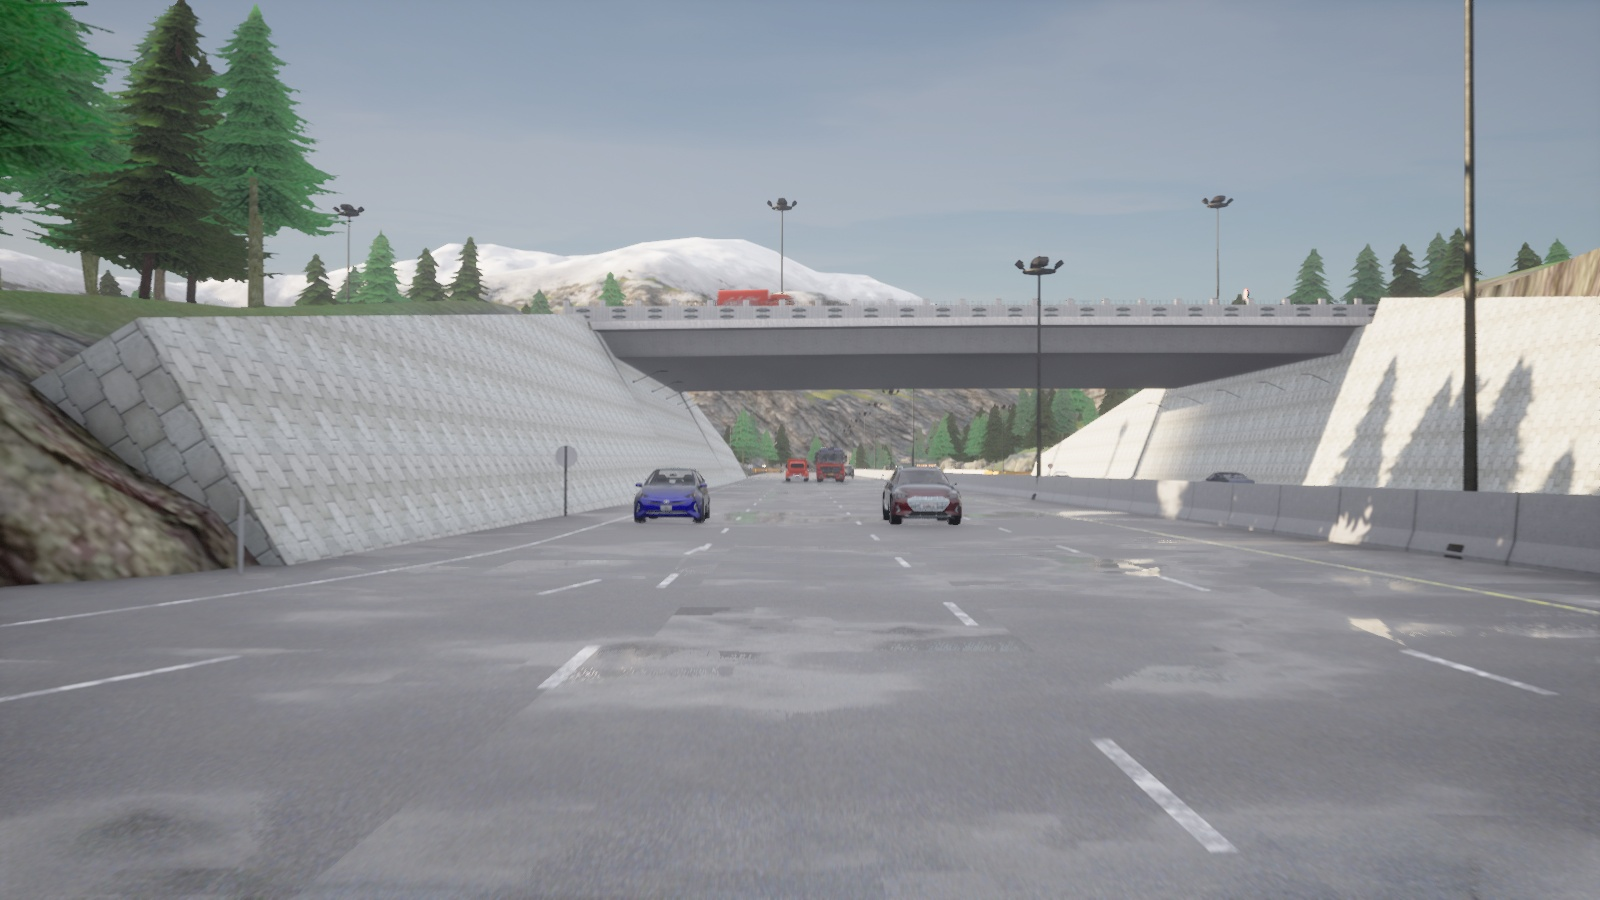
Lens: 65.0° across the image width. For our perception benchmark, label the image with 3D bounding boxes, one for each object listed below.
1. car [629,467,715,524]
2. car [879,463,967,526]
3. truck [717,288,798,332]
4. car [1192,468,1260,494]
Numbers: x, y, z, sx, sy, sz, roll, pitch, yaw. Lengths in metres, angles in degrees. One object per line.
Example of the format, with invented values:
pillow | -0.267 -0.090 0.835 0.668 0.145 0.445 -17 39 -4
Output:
car | -3.586 1.262 35.966 2.007 1.525 4.514 0 -1 0
car | 3.414 1.214 35.734 2.033 1.649 4.856 0 -1 0
truck | -2.780 -9.274 83.362 5.204 2.467 2.627 -1 -1 0
car | 24.328 1.741 71.894 2.033 1.411 5.357 0 -1 0
